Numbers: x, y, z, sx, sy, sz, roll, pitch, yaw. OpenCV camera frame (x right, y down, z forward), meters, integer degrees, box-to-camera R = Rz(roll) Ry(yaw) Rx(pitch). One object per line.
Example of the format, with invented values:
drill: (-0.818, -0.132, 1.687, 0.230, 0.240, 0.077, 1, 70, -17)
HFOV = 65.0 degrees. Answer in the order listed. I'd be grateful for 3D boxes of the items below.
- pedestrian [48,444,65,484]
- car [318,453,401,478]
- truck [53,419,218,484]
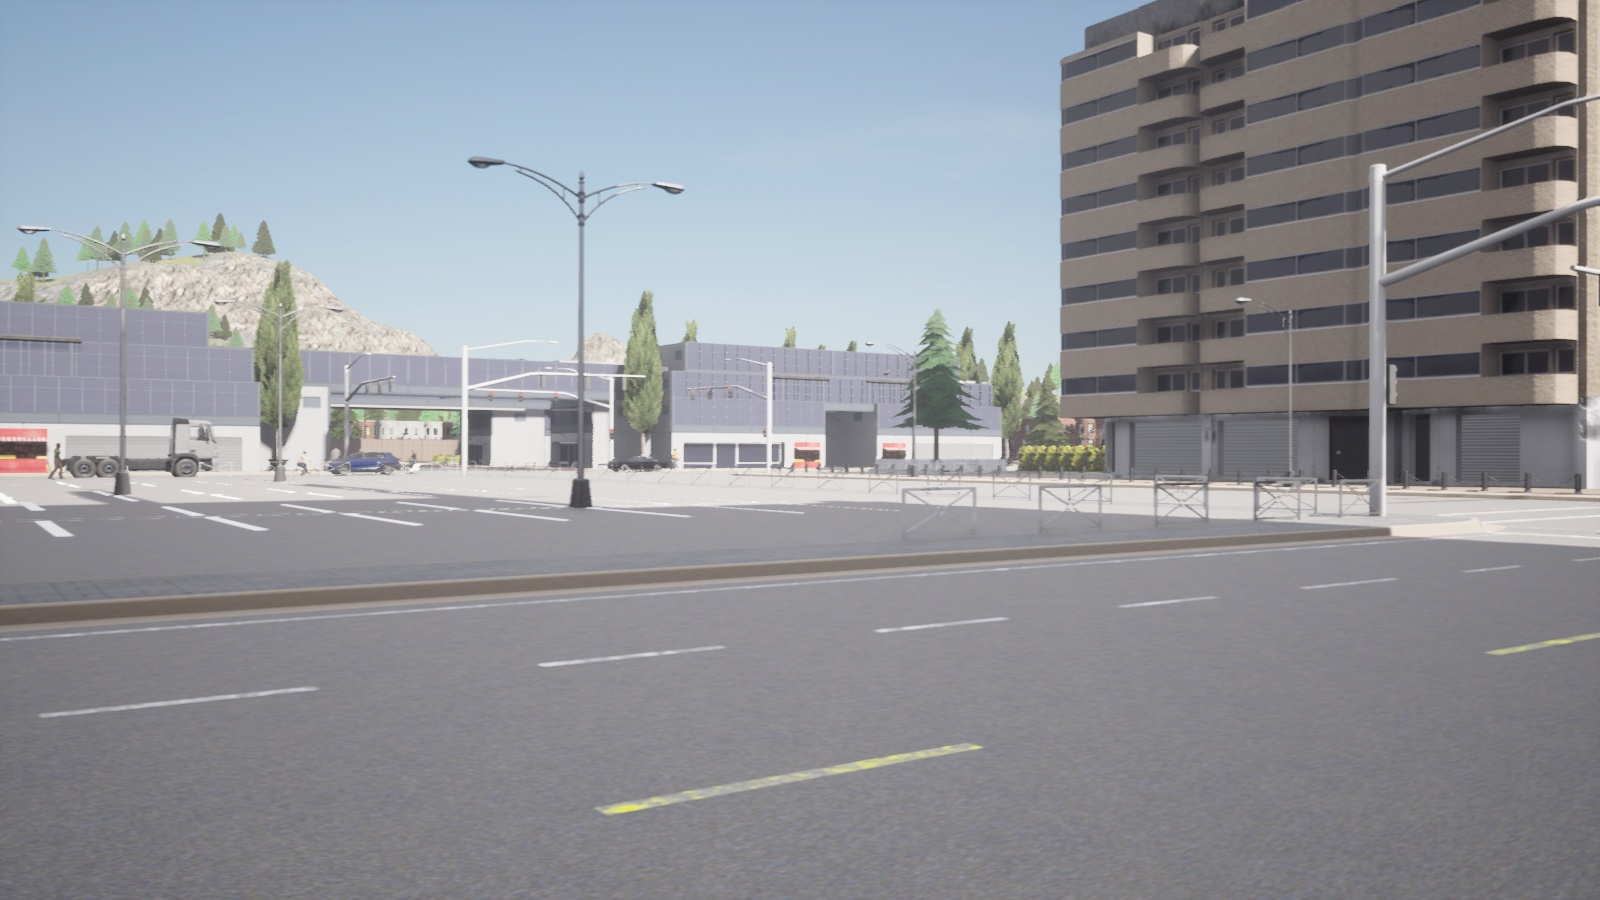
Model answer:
pedestrian: (-36.763, 0.687, 62.100, 0.692, 1.930, 0.395, 0, 0, -27)
car: (-29.323, 0.997, 83.698, 4.856, 1.649, 2.033, 0, 0, -34)
truck: (-37.069, 0.069, 70.168, 7.936, 3.462, 2.891, 0, 0, -33)
